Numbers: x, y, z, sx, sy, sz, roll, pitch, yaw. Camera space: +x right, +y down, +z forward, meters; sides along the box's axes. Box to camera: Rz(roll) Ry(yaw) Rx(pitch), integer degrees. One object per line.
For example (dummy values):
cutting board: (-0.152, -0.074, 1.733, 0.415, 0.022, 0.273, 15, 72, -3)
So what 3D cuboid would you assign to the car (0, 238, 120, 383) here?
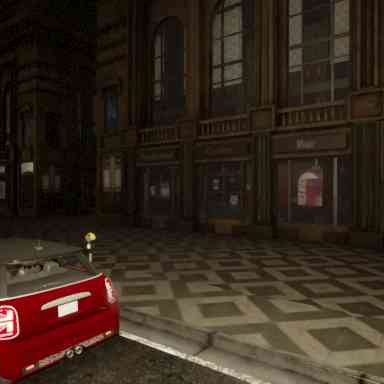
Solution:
car: (-3.080, 1.440, 5.165, 4.097, 1.590, 1.967, 0, 0, 36)
